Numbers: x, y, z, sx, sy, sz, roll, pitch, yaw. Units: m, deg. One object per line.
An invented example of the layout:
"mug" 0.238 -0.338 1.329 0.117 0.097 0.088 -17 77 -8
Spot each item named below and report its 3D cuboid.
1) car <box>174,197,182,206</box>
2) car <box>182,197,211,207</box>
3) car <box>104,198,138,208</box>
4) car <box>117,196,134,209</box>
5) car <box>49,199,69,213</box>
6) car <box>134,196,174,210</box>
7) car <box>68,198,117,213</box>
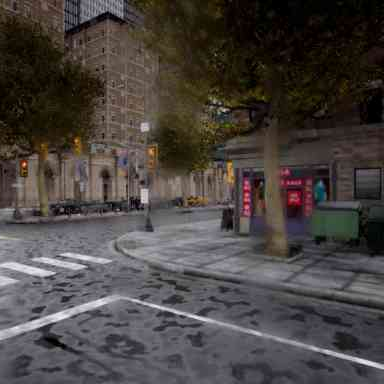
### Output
"car" -1.780 1.478 54.134 1.882 1.535 5.008 0 0 36
"car" 1.077 1.478 52.106 1.882 1.535 5.008 0 0 36
"car" -10.172 1.595 47.925 1.895 1.301 4.718 0 0 36
"car" -7.899 1.352 45.690 2.097 1.767 4.553 0 0 36
"car" -13.845 1.505 37.466 1.837 1.490 4.892 0 0 36
"car" -4.932 1.505 43.818 1.837 1.490 4.892 0 0 36
"car" -10.663 1.564 35.893 1.994 1.385 4.181 0 0 36
